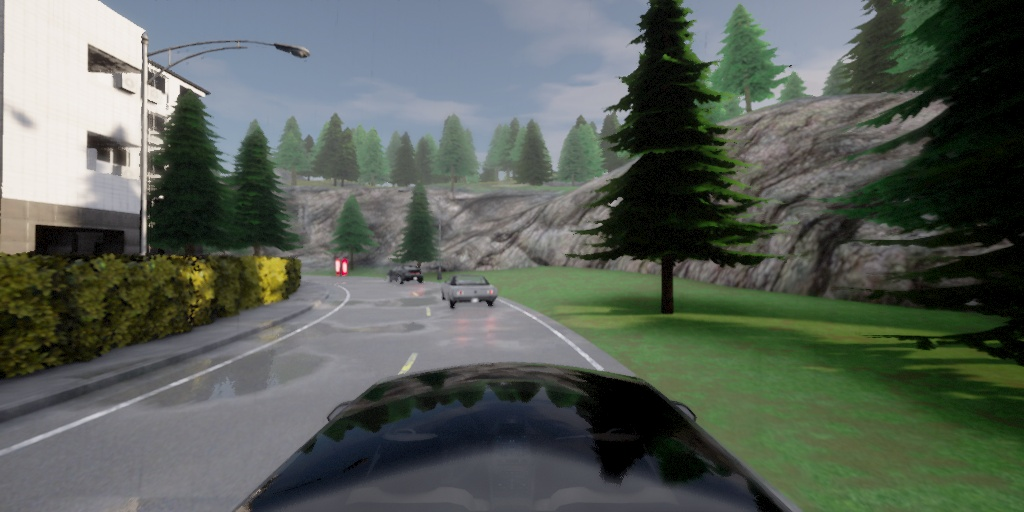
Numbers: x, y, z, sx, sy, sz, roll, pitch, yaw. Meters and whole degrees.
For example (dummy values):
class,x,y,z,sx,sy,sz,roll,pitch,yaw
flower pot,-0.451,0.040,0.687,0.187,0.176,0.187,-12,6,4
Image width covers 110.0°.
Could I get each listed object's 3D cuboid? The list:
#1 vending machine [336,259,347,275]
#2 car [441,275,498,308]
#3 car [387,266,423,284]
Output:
class,x,y,z,sx,sy,sz,roll,pitch,yaw
vending machine,-21.122,1.376,44.445,0.880,2.100,1.100,0,0,24
car,-2.113,1.491,16.304,1.895,1.301,4.718,0,-1,-17
car,-9.085,1.540,30.338,1.837,1.490,4.892,0,0,-36
